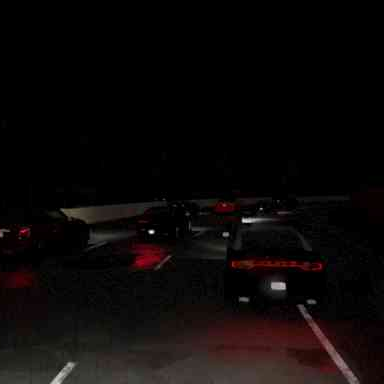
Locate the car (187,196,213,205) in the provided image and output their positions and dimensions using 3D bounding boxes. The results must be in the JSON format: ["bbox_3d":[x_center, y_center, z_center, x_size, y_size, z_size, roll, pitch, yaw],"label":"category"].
[{"bbox_3d":[1.493,1.506,58.791,2.033,1.411,5.357,0,0,35],"label":"car"}]

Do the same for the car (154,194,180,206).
[{"bbox_3d":[-4.230,1.312,56.292,2.097,1.767,4.553,0,0,33],"label":"car"}]

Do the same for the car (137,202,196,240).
[{"bbox_3d":[-1.304,1.493,17.092,1.837,1.490,4.892,0,0,11],"label":"car"}]

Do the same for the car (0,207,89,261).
[{"bbox_3d":[-5.679,1.343,12.460,2.097,1.767,4.553,0,0,8],"label":"car"}]

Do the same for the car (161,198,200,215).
[{"bbox_3d":[-0.901,1.330,31.055,2.097,1.767,4.553,0,0,20],"label":"car"}]

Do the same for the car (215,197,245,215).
[{"bbox_3d":[3.915,1.330,33.774,2.097,1.767,4.553,0,0,23],"label":"car"}]

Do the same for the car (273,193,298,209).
[{"bbox_3d":[11.733,1.192,42.045,2.150,2.045,5.566,0,0,31],"label":"car"}]

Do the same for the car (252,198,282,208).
[{"bbox_3d":[7.254,1.541,32.831,1.994,1.385,4.181,0,0,23],"label":"car"}]

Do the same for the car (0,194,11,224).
[{"bbox_3d":[-14.822,1.206,21.724,2.150,2.045,5.566,0,0,13],"label":"car"}]

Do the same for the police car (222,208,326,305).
[{"bbox_3d":[1.790,1.420,8.309,1.930,1.638,5.238,0,0,7],"label":"police car"}]
